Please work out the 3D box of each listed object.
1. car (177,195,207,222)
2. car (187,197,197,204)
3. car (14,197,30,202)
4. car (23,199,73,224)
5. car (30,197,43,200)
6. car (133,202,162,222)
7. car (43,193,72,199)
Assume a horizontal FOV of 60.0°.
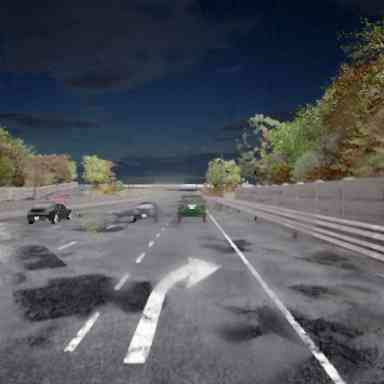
[{"bbox_3d":[-0.003,1.235,26.784,2.150,2.045,5.566,0,0,0],"label":"car"},{"bbox_3d":[-0.007,1.706,65.425,1.895,1.301,4.718,0,0,0],"label":"car"},{"bbox_3d":[-31.507,1.636,62.735,2.033,1.411,5.357,0,0,0],"label":"car"},{"bbox_3d":[-10.403,1.516,24.699,1.837,1.490,4.892,0,0,0],"label":"car"},{"bbox_3d":[-28.009,1.653,62.749,1.994,1.385,4.181,0,0,0],"label":"car"},{"bbox_3d":[-3.405,1.538,25.964,1.812,1.442,4.674,0,0,0],"label":"car"},{"bbox_3d":[-21.014,1.283,53.107,2.150,2.045,5.566,0,2,0],"label":"car"}]
